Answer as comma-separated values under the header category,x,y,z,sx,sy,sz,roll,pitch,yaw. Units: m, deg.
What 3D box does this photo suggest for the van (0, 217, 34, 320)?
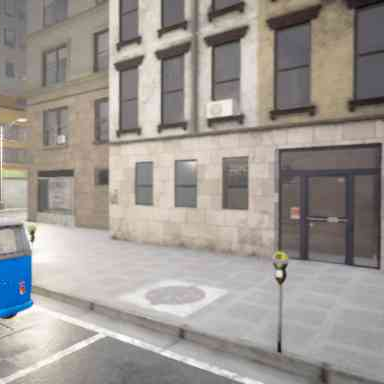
category,x,y,z,sx,sy,sz,roll,pitch,yaw
van,-4.482,1.252,5.746,3.998,1.788,1.690,1,1,33
